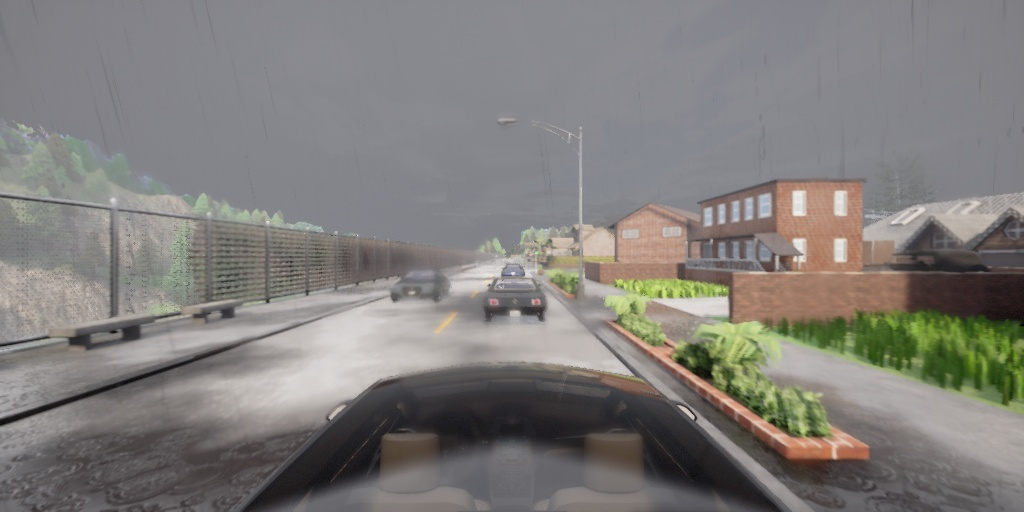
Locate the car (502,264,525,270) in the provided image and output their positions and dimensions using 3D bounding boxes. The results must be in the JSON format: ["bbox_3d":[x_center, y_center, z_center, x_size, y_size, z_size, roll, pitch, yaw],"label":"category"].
[{"bbox_3d":[0.097,1.312,29.625,1.994,1.385,4.181,0,0,0],"label":"car"}]

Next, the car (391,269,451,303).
[{"bbox_3d":[-4.099,1.313,16.667,1.994,1.385,4.181,0,0,0],"label":"car"}]

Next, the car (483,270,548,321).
[{"bbox_3d":[0.092,1.350,12.425,1.895,1.301,4.718,0,0,0],"label":"car"}]
